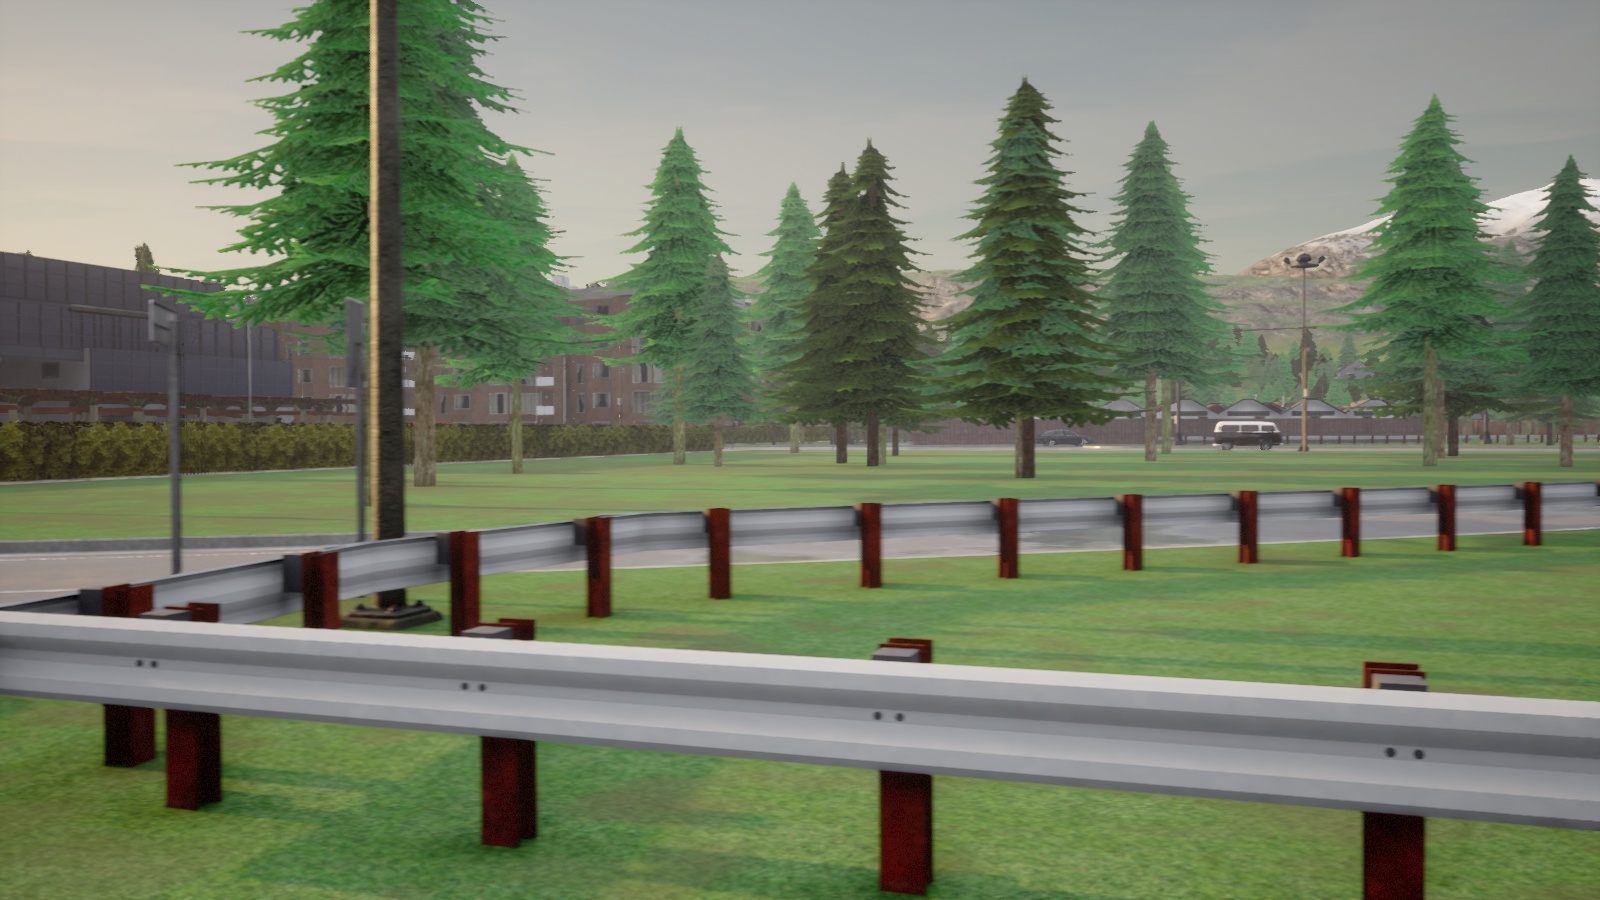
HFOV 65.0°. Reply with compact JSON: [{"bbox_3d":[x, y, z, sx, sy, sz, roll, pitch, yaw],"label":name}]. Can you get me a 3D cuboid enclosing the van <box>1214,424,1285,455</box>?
[{"bbox_3d":[30.340,-0.695,84.864,4.480,2.038,2.069,1,1,19],"label":"van"}]
